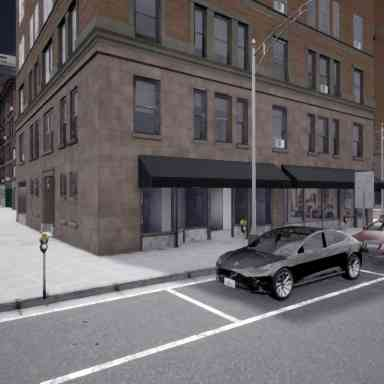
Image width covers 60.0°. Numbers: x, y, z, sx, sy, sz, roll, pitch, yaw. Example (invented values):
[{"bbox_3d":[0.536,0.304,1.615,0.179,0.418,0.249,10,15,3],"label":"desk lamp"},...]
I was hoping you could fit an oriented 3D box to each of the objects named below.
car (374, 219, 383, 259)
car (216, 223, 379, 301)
[{"bbox_3d":[7.060,1.582,11.557,4.206,1.307,1.802,0,0,-35],"label":"car"},{"bbox_3d":[2.579,1.566,8.367,4.313,1.339,1.947,0,0,-35],"label":"car"}]
